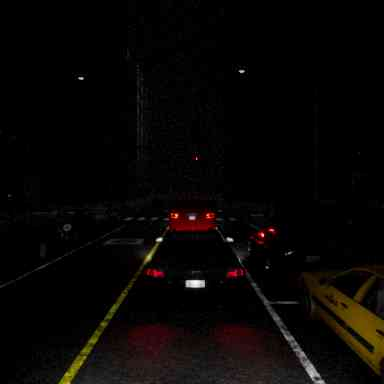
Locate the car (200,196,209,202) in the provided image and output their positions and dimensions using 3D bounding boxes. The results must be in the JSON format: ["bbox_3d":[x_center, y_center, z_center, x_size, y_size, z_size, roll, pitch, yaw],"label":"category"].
[{"bbox_3d":[2.807,1.567,74.292,1.887,1.381,4.507,0,0,0],"label":"car"}]

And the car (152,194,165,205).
[{"bbox_3d":[-5.728,1.329,57.985,2.192,1.841,5.009,0,0,0],"label":"car"}]

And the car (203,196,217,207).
[{"bbox_3d":[2.794,1.451,52.542,1.967,1.590,4.097,0,0,0],"label":"car"}]

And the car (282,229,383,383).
[{"bbox_3d":[2.764,1.525,4.373,1.752,1.417,4.829,0,0,0],"label":"car"}]

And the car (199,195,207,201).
[{"bbox_3d":[2.814,1.555,85.337,1.752,1.417,4.829,0,0,0],"label":"car"}]

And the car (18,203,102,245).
[{"bbox_3d":[-5.755,1.441,15.120,1.967,1.590,4.097,0,0,0],"label":"car"}]

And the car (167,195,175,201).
[{"bbox_3d":[-5.708,1.585,90.610,2.008,1.369,4.403,0,0,0],"label":"car"}]

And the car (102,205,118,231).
[{"bbox_3d":[-5.751,1.527,20.407,1.752,1.417,4.829,0,0,0],"label":"car"}]

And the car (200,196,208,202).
[{"bbox_3d":[2.810,1.571,79.730,1.887,1.381,4.507,0,0,0],"label":"car"}]

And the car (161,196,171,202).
[{"bbox_3d":[-5.718,1.548,74.127,1.752,1.417,4.829,0,0,0],"label":"car"}]

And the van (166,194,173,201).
[{"bbox_3d":[-5.712,1.371,85.173,1.690,1.788,3.998,0,0,0],"label":"van"}]

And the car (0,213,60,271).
[{"bbox_3d":[-5.758,1.545,9.663,1.887,1.381,4.507,0,0,0],"label":"car"}]

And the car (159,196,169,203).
[{"bbox_3d":[-5.721,1.601,68.860,1.802,1.307,4.206,0,0,0],"label":"car"}]

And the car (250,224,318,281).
[{"bbox_3d":[2.767,1.566,9.659,1.947,1.339,4.313,0,0,0],"label":"car"}]

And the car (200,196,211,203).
[{"bbox_3d":[2.804,1.570,68.854,2.008,1.369,4.403,0,0,0],"label":"car"}]

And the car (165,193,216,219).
[{"bbox_3d":[0.014,1.222,17.209,2.150,2.045,5.566,0,0,0],"label":"car"}]

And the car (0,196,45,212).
[{"bbox_3d":[-16.416,1.186,32.038,5.008,1.535,1.882,1,0,0],"label":"car"}]

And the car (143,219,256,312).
[{"bbox_3d":[0.064,1.564,7.789,1.994,1.385,4.181,0,0,0],"label":"car"}]
